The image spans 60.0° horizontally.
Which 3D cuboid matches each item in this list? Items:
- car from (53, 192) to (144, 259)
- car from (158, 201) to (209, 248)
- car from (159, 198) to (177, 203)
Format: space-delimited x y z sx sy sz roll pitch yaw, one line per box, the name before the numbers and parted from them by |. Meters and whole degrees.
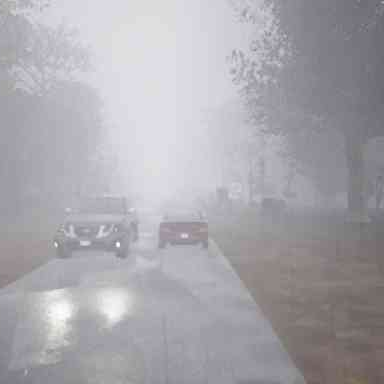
car | -3.238 1.103 12.405 2.150 2.045 5.566 0 1 -3
car | -0.399 1.359 14.138 1.882 1.535 5.008 0 1 -3
car | -2.232 1.334 33.354 2.033 1.411 5.357 1 0 -7
